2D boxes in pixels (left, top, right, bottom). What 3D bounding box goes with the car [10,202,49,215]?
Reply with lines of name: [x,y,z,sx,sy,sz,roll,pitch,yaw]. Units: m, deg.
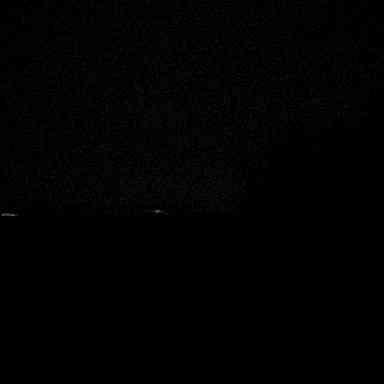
car: [-18.954,1.928,38.972,1.994,1.385,4.181,4,0,36]

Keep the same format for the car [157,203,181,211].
car: [-4.030,2.663,59.591,2.033,1.411,5.357,4,1,36]
